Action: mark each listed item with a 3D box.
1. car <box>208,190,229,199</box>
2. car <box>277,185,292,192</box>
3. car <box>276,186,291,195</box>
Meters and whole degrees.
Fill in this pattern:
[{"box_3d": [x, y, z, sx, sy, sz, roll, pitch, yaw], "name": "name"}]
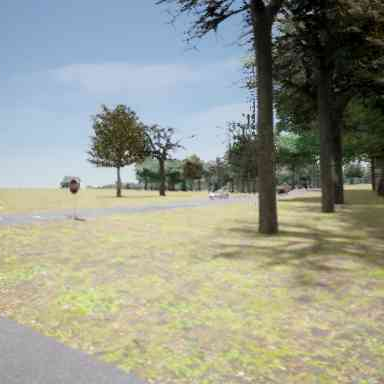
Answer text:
[{"box_3d": [4.403, 0.467, 54.868, 1.812, 1.442, 4.674, -2, 2, 34], "name": "car"}, {"box_3d": [22.742, -0.796, 81.687, 1.837, 1.490, 4.892, -2, 1, 34], "name": "car"}, {"box_3d": [16.450, -0.295, 61.191, 1.882, 1.535, 5.008, -2, 1, 29], "name": "car"}]
